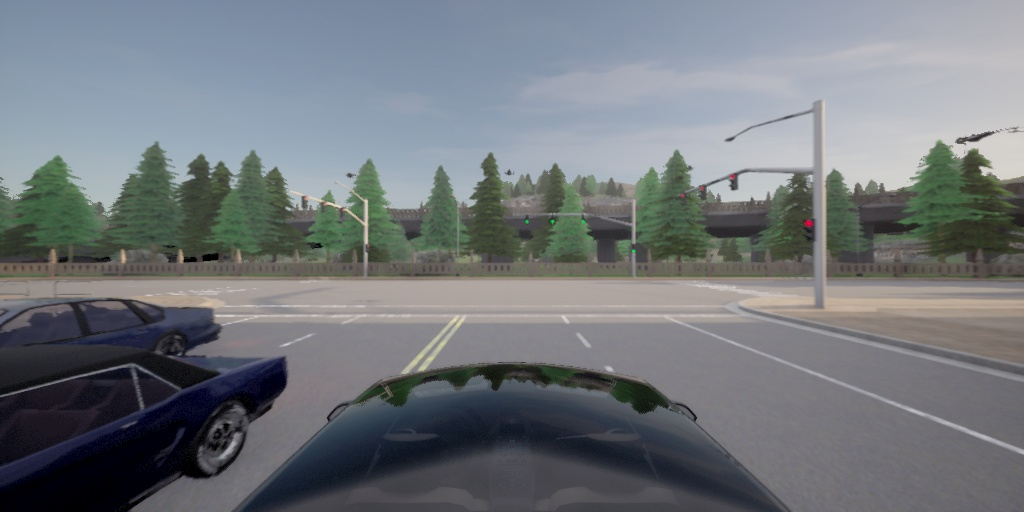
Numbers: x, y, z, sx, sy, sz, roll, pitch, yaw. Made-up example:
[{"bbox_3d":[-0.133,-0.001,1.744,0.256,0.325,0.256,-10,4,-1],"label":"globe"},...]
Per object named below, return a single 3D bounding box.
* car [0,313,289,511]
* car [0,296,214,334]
[{"bbox_3d":[-3.581,1.354,2.000,1.895,1.301,4.718,0,-1,0],"label":"car"},{"bbox_3d":[-7.065,1.330,5.156,2.033,1.411,5.357,0,-1,0],"label":"car"}]
